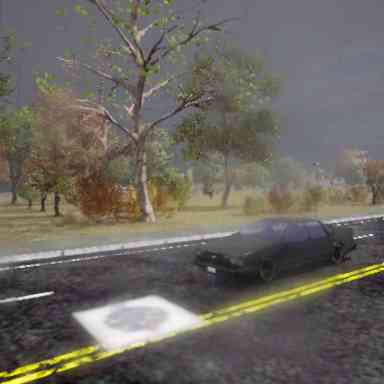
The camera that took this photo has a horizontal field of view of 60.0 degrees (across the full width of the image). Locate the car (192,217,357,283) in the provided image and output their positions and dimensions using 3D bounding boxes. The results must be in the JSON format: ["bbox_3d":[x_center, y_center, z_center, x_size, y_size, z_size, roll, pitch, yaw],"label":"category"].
[{"bbox_3d":[2.627,1.449,9.569,5.357,1.411,2.033,-1,1,-36],"label":"car"}]
